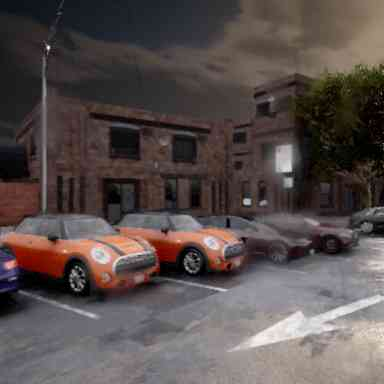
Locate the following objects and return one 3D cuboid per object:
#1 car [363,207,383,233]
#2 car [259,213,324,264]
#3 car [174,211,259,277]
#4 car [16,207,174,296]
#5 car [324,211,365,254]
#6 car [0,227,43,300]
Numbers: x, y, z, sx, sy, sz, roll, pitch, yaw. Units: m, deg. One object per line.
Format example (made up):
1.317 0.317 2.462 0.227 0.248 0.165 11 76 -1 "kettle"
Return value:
11.734 1.630 19.106 4.892 1.521 2.231 -1 -1 35 "car"
1.950 1.570 12.172 4.792 1.488 2.163 -1 -1 35 "car"
-0.555 1.395 10.486 4.553 1.767 2.185 -1 -1 35 "car"
-3.013 1.376 8.763 4.553 1.767 2.185 -1 -1 35 "car"
4.380 1.602 13.916 4.674 1.452 2.002 -1 -1 35 "car"
-5.446 1.522 7.013 4.674 1.452 2.002 -1 -1 35 "car"
